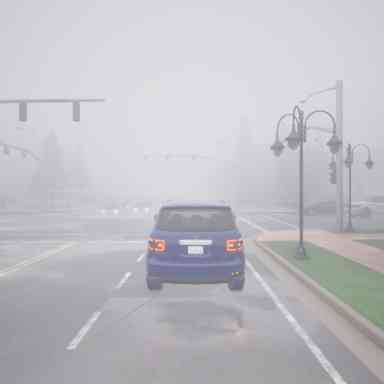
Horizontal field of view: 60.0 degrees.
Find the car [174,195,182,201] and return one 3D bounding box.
[{"bbox_3d":[-3.444,1.476,83.611,1.882,1.535,5.008,0,0,0],"label":"car"}]

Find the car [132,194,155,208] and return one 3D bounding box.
[{"bbox_3d":[-7.050,1.477,48.957,1.882,1.535,5.008,0,0,0],"label":"car"}]

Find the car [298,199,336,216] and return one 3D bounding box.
[{"bbox_3d":[12.763,1.504,32.252,4.892,1.490,1.837,0,0,-1],"label":"car"}]

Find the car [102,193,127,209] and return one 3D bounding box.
[{"bbox_3d":[-10.562,1.351,44.885,2.097,1.767,4.553,0,0,0],"label":"car"}]

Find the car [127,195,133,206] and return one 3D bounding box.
[{"bbox_3d":[-10.546,1.563,53.515,1.994,1.385,4.181,0,0,1],"label":"car"}]

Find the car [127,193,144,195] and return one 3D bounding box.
[{"bbox_3d":[-10.514,1.476,62.288,1.882,1.535,5.008,0,0,0],"label":"car"}]

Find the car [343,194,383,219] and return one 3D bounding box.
[{"bbox_3d":[16.208,1.221,28.772,5.566,2.045,2.150,0,0,-1],"label":"car"}]

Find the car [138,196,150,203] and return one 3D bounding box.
[{"bbox_3d":[-10.451,1.538,72.749,2.033,1.411,5.357,0,0,0],"label":"car"}]

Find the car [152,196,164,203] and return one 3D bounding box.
[{"bbox_3d":[-6.967,1.503,68.021,1.837,1.490,4.892,0,0,0],"label":"car"}]

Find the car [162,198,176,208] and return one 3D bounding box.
[{"bbox_3d":[-3.340,1.600,49.170,1.895,1.301,4.718,0,0,0],"label":"car"}]

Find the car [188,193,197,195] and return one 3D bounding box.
[{"bbox_3d":[0.052,1.543,77.893,1.994,1.385,4.181,0,0,0],"label":"car"}]

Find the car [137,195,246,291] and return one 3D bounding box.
[{"bbox_3d":[0.086,1.221,9.144,2.150,2.045,5.566,0,0,0],"label":"car"}]
